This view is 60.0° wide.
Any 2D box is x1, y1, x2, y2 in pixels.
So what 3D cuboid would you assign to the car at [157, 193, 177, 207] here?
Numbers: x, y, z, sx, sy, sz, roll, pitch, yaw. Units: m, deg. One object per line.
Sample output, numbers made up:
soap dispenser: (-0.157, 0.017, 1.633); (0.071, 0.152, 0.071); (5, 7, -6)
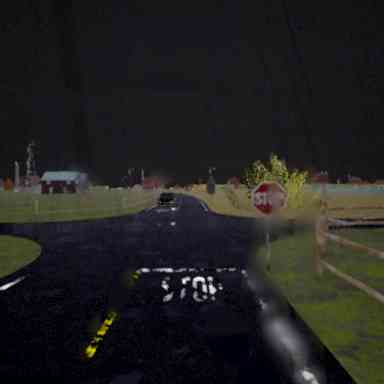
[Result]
car: (-2.800, 0.869, 37.459); (1.837, 1.490, 4.892); (0, 3, 0)
